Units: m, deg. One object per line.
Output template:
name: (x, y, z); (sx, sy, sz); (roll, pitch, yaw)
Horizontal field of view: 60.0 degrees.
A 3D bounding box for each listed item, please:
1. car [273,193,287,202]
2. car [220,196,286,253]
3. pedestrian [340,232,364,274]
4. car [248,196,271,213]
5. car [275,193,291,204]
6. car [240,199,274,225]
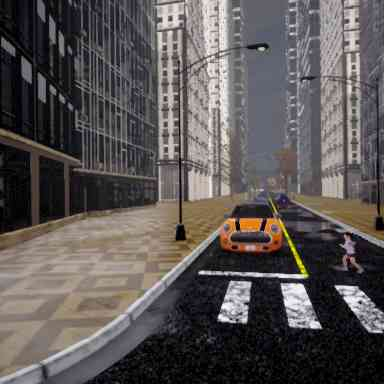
car: (14.863, 0.842, 56.192); (2.033, 1.411, 5.357); (-1, 1, 12)
car: (2.371, 1.206, 13.006); (2.097, 1.767, 4.553); (-1, 1, 12)
pedestrian: (4.127, 1.544, 8.647); (0.500, 1.100, 0.500); (0, 0, 12)
car: (6.841, 1.157, 33.338); (2.033, 1.411, 5.357); (-1, 1, 13)
car: (12.741, 0.937, 46.531); (1.812, 1.442, 4.674); (-1, 1, 12)
car: (4.561, 1.282, 22.955); (2.033, 1.411, 5.357); (-1, 1, 13)
